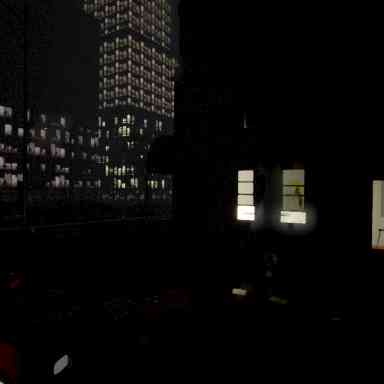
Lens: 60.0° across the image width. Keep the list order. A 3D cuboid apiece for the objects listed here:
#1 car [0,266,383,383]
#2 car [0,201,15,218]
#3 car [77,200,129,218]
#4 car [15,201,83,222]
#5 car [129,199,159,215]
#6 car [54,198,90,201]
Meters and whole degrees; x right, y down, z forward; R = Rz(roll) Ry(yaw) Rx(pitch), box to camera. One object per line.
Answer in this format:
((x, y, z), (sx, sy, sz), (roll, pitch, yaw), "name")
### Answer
((-0.011, 1.544, 2.831), (4.507, 1.381, 1.887), (0, 1, 34), "car")
((-17.529, 1.543, 29.373), (1.837, 1.490, 4.892), (1, 0, 34), "car")
((-8.603, 1.731, 31.953), (1.947, 1.339, 4.313), (1, 0, 34), "car")
((-11.696, 1.690, 27.426), (2.008, 1.369, 4.403), (1, 0, 34), "car")
((-5.513, 1.773, 36.478), (1.802, 1.307, 4.206), (1, 0, 34), "car")
((-12.236, 1.574, 37.116), (2.128, 1.511, 4.902), (1, 0, 35), "car")
